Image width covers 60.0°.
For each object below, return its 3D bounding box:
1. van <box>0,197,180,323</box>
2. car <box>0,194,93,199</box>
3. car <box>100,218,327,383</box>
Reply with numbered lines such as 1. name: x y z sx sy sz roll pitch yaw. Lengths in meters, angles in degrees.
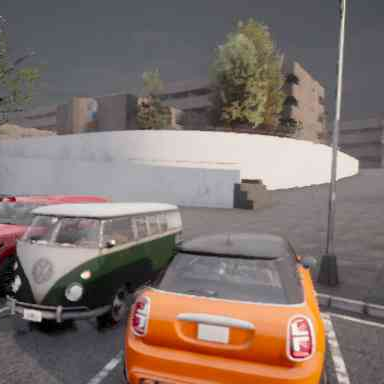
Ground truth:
1. van: -1.645 1.211 6.887 1.878 1.987 4.442 2 0 16
2. car: -4.051 1.118 8.740 2.435 2.045 5.566 2 0 16
3. car: 0.794 1.381 5.183 2.185 1.767 4.553 1 0 16
